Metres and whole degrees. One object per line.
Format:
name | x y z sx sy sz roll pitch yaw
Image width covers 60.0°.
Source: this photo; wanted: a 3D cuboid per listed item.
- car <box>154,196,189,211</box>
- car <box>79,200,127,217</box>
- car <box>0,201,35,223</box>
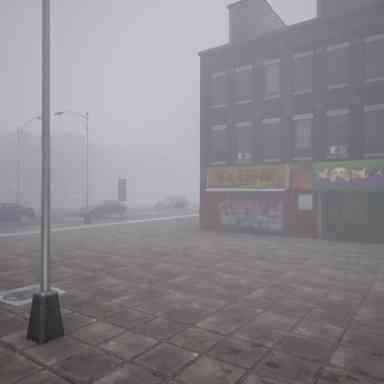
car | -2.289 1.235 38.520 2.097 1.767 4.553 0 0 35
car | -8.018 1.445 30.378 1.812 1.442 4.674 0 0 35
car | -13.391 1.432 22.730 1.882 1.535 5.008 0 0 35
